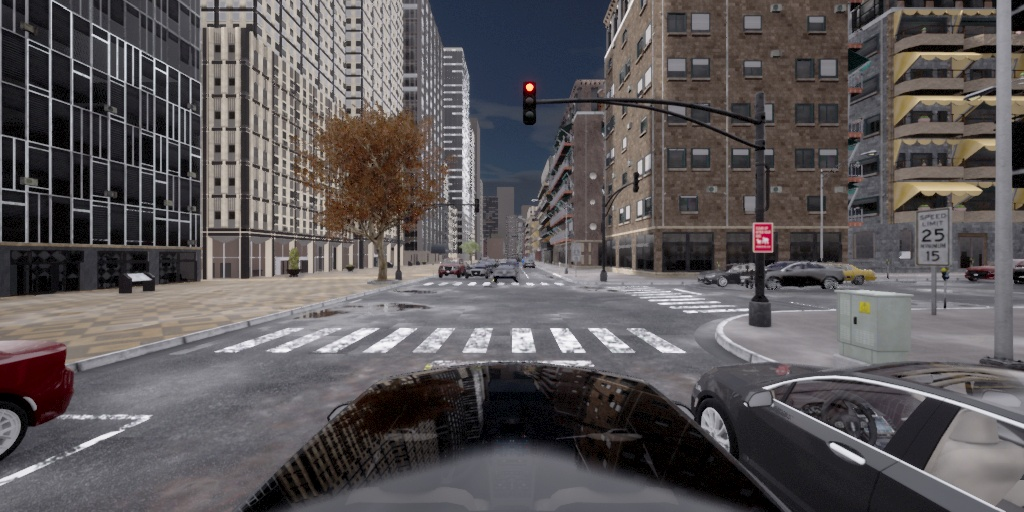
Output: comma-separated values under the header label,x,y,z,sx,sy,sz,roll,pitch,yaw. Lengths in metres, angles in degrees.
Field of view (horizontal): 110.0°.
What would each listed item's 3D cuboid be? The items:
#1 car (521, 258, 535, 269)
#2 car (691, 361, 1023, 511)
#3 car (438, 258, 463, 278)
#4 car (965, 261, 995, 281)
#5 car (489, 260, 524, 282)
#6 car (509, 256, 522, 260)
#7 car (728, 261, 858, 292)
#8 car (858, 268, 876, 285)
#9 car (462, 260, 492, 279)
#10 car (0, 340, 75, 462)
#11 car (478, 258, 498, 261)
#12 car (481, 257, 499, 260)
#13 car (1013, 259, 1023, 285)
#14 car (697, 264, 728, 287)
label,x,y,z,sx,sy,sz,roll,pitch,yaw
car,2.706,1.346,56.481,1.948,1.339,4.313,0,0,0
car,2.689,1.300,2.002,2.007,1.370,4.403,0,0,0
car,-5.682,1.077,34.393,2.192,1.841,5.009,0,0,0
car,30.142,0.857,21.580,4.507,1.381,1.888,0,0,-1
car,-0.344,1.306,29.391,2.033,1.411,5.357,0,0,4
car,0.116,1.135,58.262,2.097,1.767,4.553,0,0,0
car,14.560,1.021,18.836,4.902,1.511,2.128,-1,0,-1
car,18.838,0.992,21.468,4.829,1.417,1.751,0,0,-1
car,-3.082,1.325,32.874,1.994,1.385,4.181,0,0,1
car,-5.691,1.295,2.005,1.888,1.381,4.507,0,0,0
car,-3.088,1.316,42.259,2.033,1.411,5.357,0,0,0
car,-3.074,1.129,52.408,2.097,1.767,4.553,0,0,0
car,29.389,0.829,18.976,4.892,1.490,1.837,-1,0,0
car,13.441,1.094,21.415,4.403,1.370,2.007,0,0,-1
